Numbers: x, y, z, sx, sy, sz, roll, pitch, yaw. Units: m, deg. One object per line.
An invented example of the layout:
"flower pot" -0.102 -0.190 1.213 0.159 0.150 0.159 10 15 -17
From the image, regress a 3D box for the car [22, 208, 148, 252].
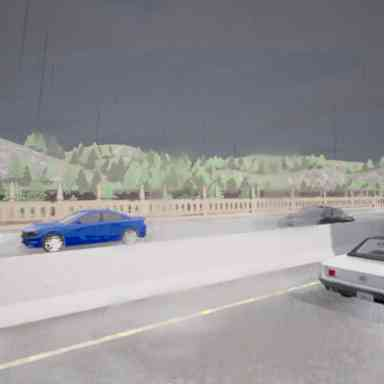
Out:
"car" -4.289 1.472 13.828 5.008 1.535 1.882 0 0 -35

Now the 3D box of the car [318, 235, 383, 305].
"car" 4.913 1.592 7.255 4.718 1.301 1.895 0 0 -36

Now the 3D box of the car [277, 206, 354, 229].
"car" 6.451 1.491 17.181 4.892 1.490 1.837 0 0 -35
